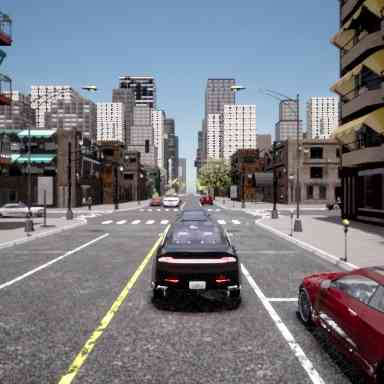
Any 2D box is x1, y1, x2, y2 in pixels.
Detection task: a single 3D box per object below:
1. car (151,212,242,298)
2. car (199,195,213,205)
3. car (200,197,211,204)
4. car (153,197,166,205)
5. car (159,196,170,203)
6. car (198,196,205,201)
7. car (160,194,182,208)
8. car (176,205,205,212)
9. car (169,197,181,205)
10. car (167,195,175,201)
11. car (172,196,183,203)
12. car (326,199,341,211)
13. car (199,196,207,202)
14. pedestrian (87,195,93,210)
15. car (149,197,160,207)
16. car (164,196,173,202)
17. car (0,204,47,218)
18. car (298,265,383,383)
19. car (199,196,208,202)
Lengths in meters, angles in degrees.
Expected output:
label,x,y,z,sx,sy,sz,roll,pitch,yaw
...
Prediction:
label,x,y,z,sx,sy,sz,roll,pitch,yaw
car,0.097,1.494,8.515,2.128,1.511,4.902,0,0,0
car,2.668,1.365,58.956,2.192,1.841,5.009,0,0,0
car,2.665,1.624,64.482,1.947,1.339,4.313,0,0,0
car,-5.713,1.616,58.952,1.947,1.339,4.313,0,0,0
car,-5.717,1.593,69.833,1.752,1.417,4.829,0,0,0
car,2.653,1.696,92.107,1.802,1.307,4.206,0,0,0
car,-3.106,1.259,50.490,2.150,2.045,5.566,0,0,0
car,0.094,1.572,17.377,1.994,1.385,4.181,0,0,0
car,-3.092,1.616,60.541,1.994,1.385,4.181,0,0,0
car,-5.727,1.639,91.934,1.752,1.417,4.829,0,0,0
car,-3.029,1.609,70.873,2.033,1.411,5.357,0,0,0
car,17.473,1.378,37.761,4.313,1.339,1.947,-1,0,0
car,2.658,1.640,81.058,2.008,1.369,4.403,0,0,0
pedestrian,-12.528,1.311,40.686,0.375,1.860,0.375,0,0,0
car,-5.799,1.586,53.431,1.887,1.381,4.507,0,0,0
car,-5.722,1.671,81.054,1.802,1.307,4.206,0,0,0
car,-16.577,1.791,31.945,4.718,1.301,1.895,-1,0,0
car,2.690,1.583,4.204,1.802,1.307,4.206,0,0,0
car,2.660,1.644,75.533,1.947,1.339,4.313,0,0,0
